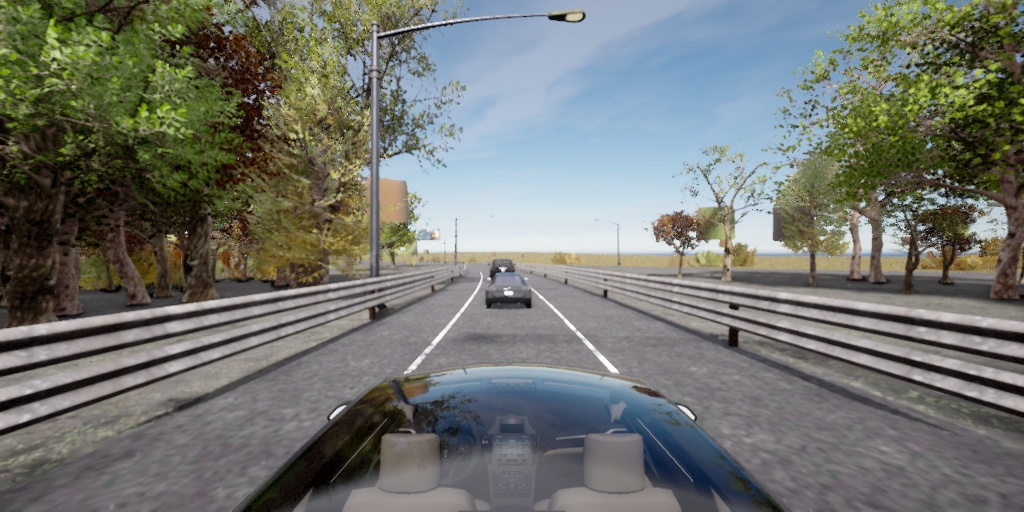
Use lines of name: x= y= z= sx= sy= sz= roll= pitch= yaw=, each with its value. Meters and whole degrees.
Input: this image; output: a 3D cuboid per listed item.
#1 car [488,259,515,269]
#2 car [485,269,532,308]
car: x=-0.869 y=1.241 z=30.999 sx=2.150 sy=2.045 sz=5.566 roll=0 pitch=0 yaw=-4
car: x=-0.185 y=1.449 z=16.188 sx=1.994 sy=1.385 sz=4.181 roll=0 pitch=0 yaw=-2
